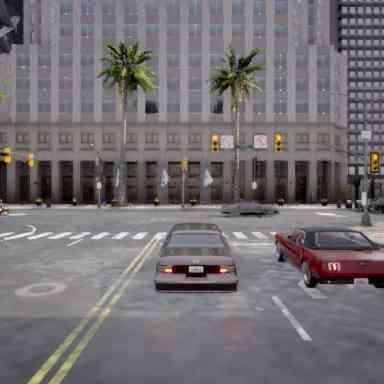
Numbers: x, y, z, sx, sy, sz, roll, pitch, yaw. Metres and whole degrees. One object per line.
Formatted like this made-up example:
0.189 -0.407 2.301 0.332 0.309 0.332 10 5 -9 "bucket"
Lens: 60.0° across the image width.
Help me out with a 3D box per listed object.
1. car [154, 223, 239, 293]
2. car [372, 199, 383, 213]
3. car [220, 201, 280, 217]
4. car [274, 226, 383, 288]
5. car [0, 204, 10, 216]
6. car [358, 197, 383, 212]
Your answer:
0.097 1.551 8.971 2.033 1.411 5.357 0 0 0 "car"
21.669 1.613 34.308 4.718 1.301 1.895 0 0 0 "car"
5.273 1.558 30.690 5.357 1.411 2.033 0 0 0 "car"
3.644 1.604 9.238 1.895 1.301 4.718 0 0 2 "car"
-19.365 1.362 30.676 4.553 1.767 2.097 0 0 -1 "car"
21.403 1.366 37.811 4.553 1.767 2.097 0 0 0 "car"
